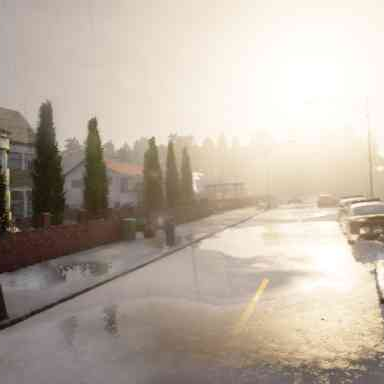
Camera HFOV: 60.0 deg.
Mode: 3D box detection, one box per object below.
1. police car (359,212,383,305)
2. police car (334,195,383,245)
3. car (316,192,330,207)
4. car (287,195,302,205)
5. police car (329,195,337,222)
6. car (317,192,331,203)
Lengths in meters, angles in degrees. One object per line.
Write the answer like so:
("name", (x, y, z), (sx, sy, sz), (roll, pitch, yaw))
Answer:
("police car", (3.805, 1.243, 4.595), (1.930, 1.638, 5.238), (-5, -2, 21))
("police car", (7.338, 1.100, 13.941), (1.930, 1.638, 5.238), (-7, -2, 21))
("car", (15.821, 1.027, 39.339), (1.994, 1.385, 4.181), (-3, 0, 21))
("car", (15.031, 1.121, 48.620), (1.994, 1.385, 4.181), (-3, 0, 21))
("police car", (9.469, 1.030, 19.540), (1.930, 1.638, 5.238), (-7, -2, 20))
("car", (19.863, 0.835, 50.092), (1.837, 1.490, 4.892), (-3, 0, 21))
